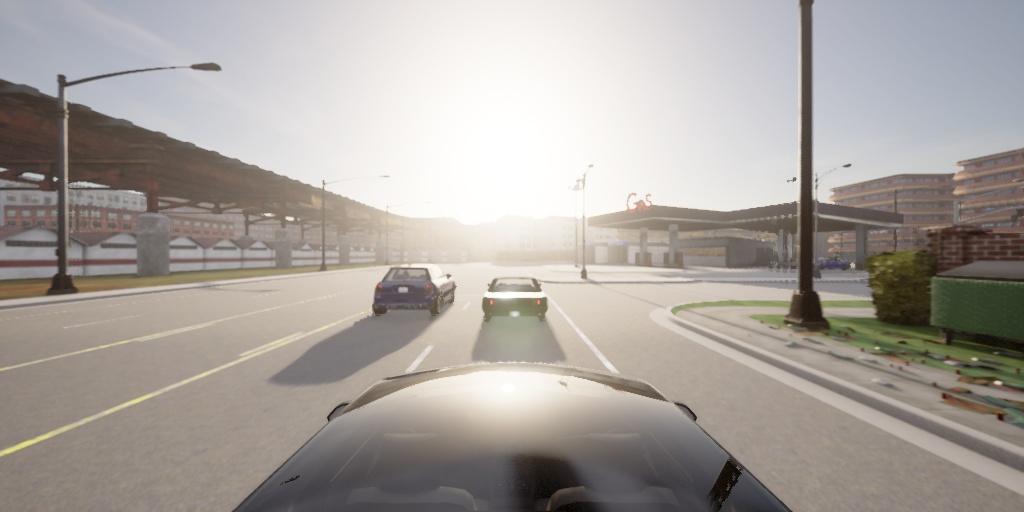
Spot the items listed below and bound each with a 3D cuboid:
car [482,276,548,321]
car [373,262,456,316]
[{"bbox_3d":[0.082,1.316,12.196,1.895,1.301,4.718,0,0,0],"label":"car"},{"bbox_3d":[-3.408,1.067,13.379,2.097,1.767,4.553,0,0,0],"label":"car"}]
